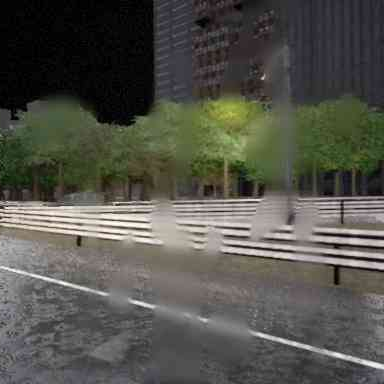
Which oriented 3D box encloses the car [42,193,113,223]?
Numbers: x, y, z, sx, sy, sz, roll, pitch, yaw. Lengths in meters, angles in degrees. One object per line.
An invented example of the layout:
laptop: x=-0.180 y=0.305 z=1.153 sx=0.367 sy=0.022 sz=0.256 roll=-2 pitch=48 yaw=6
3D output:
car: x=-8.893 y=1.142 z=25.641 sx=5.566 sy=2.045 sz=2.150 roll=-1 pitch=0 yaw=10
